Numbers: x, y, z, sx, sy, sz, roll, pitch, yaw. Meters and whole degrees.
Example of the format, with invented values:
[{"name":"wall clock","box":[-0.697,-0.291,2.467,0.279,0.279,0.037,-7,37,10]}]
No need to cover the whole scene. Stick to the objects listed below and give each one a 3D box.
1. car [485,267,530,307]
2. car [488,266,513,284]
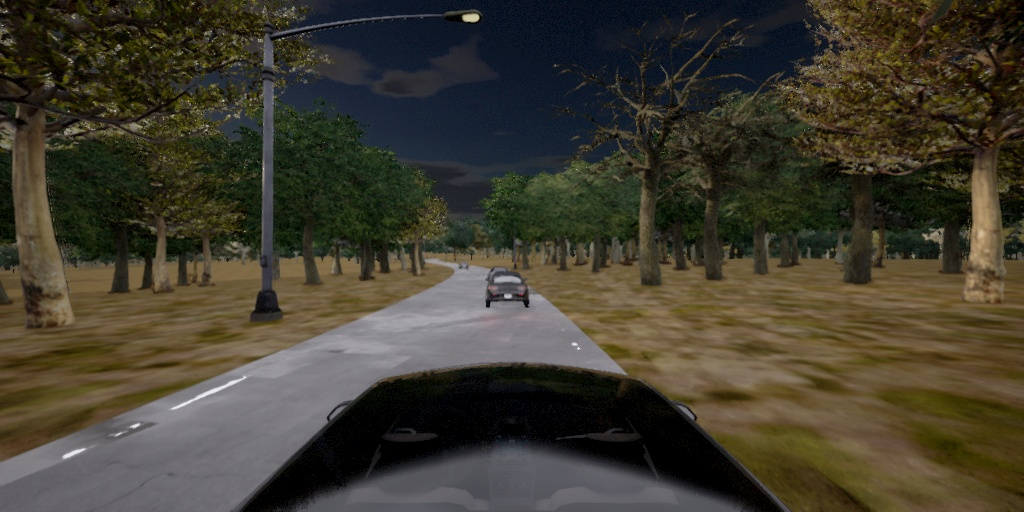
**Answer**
[{"name":"car","box":[-0.238,1.425,16.282,1.812,1.442,4.674,0,0,-2]},{"name":"car","box":[-1.102,1.611,31.280,1.994,1.385,4.181,0,0,-4]}]
